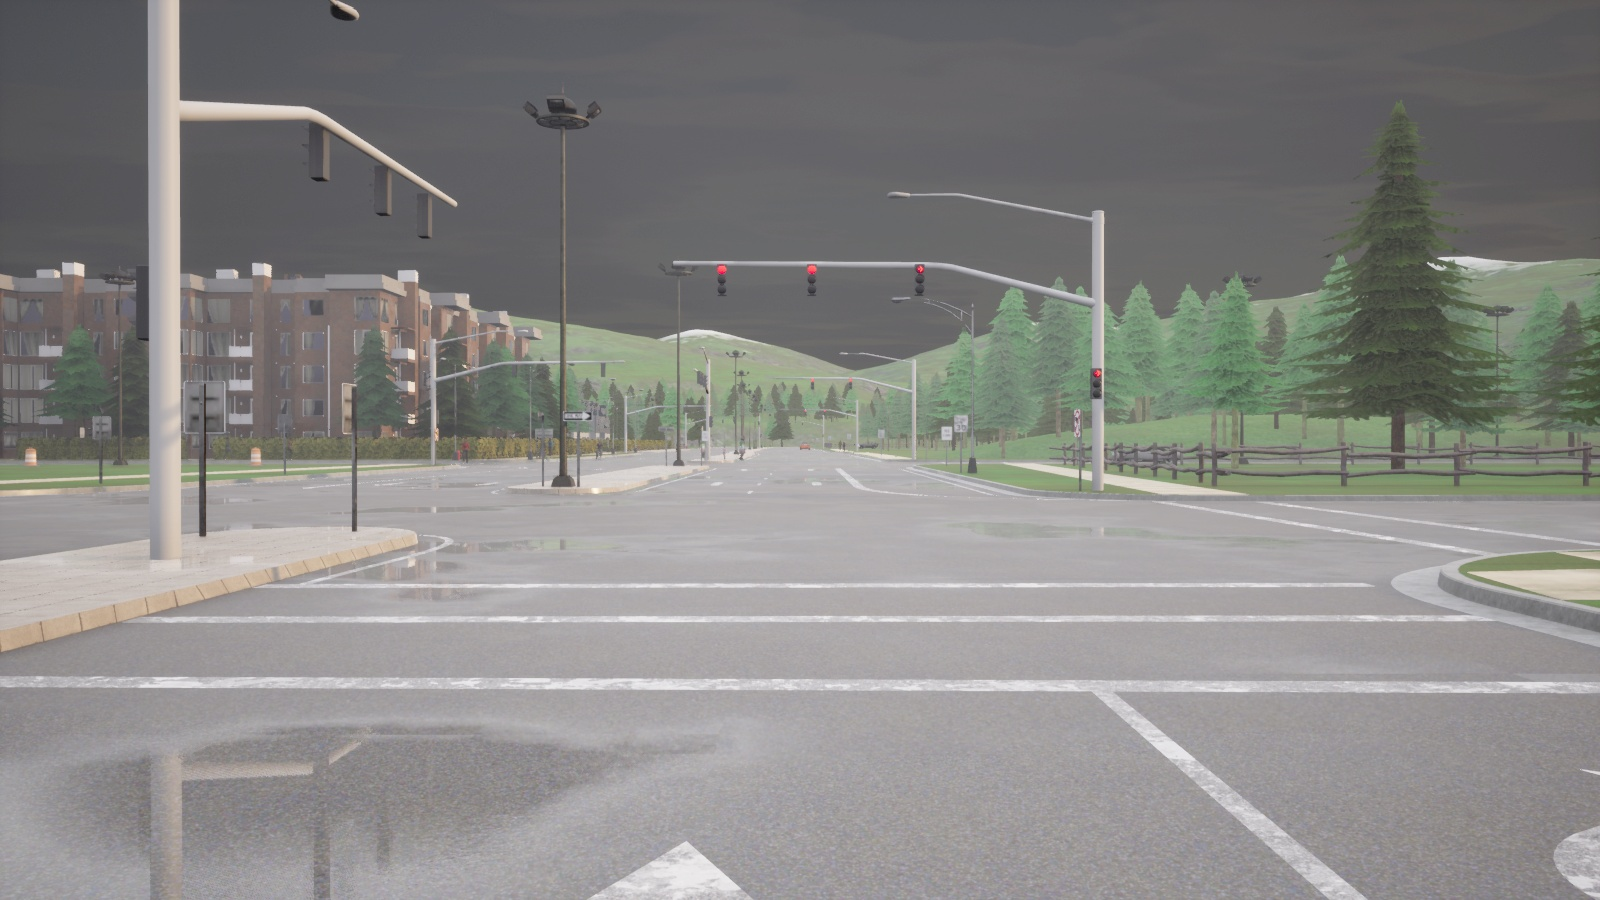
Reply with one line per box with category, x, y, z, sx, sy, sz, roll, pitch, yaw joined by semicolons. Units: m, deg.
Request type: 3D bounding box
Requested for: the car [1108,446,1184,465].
car;23.906;0.376;86.864;4.718;1.301;1.895;0;0;0
